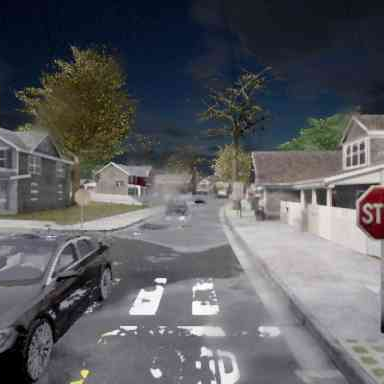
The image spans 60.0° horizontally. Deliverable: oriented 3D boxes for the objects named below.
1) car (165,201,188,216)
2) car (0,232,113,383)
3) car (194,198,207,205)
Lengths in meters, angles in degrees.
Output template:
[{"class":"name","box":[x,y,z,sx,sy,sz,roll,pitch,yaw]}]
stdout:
[{"class":"car","box":[-1.396,1.571,32.925,2.033,1.411,5.357,0,0,4]},{"class":"car","box":[-2.681,1.497,5.456,2.128,1.511,4.902,0,0,1]},{"class":"car","box":[1.575,1.666,59.473,1.895,1.301,4.718,0,0,8]}]
